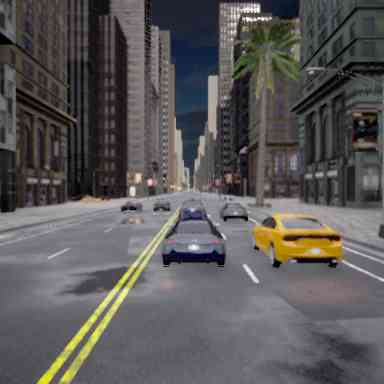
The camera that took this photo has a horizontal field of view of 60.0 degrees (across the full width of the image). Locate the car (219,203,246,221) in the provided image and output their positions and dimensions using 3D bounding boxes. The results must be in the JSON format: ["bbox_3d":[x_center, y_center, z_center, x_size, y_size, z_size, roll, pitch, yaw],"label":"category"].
[{"bbox_3d":[3.309,1.562,27.089,1.994,1.385,4.181,0,0,0],"label":"car"}]

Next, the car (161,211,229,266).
[{"bbox_3d":[0.063,1.562,11.518,1.994,1.385,4.181,0,0,0],"label":"car"}]

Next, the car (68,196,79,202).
[{"bbox_3d":[-29.113,1.606,87.893,5.009,1.841,2.192,-1,1,0],"label":"car"}]

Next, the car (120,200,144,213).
[{"bbox_3d":[-6.619,1.593,36.887,1.895,1.301,4.718,0,0,0],"label":"car"}]

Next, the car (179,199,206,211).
[{"bbox_3d":[0.053,1.349,26.251,2.097,1.767,4.553,0,0,0],"label":"car"}]

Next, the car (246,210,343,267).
[{"bbox_3d":[3.313,1.478,11.392,1.882,1.535,5.008,0,-1,0],"label":"car"}]

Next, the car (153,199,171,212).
[{"bbox_3d":[-3.371,1.539,38.526,2.033,1.411,5.357,0,0,0],"label":"car"}]

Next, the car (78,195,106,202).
[{"bbox_3d":[-23.879,1.790,79.355,4.829,1.417,1.752,-1,1,0],"label":"car"}]

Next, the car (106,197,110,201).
[{"bbox_3d":[-24.023,1.767,87.883,4.507,1.381,1.887,-1,1,0],"label":"car"}]
